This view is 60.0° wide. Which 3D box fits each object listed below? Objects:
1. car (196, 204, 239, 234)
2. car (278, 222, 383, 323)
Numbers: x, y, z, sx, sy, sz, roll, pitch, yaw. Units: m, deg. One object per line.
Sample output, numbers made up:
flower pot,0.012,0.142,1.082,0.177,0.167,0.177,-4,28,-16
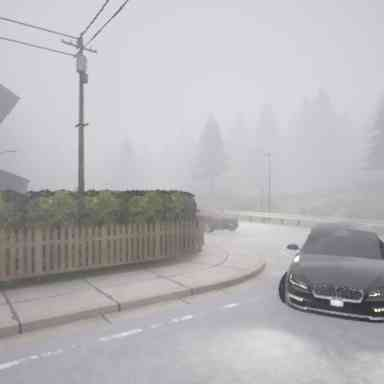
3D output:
car,0.652,1.478,19.750,1.882,1.535,5.008,0,0,-35
car,3.381,1.504,7.456,1.837,1.490,4.892,0,0,27
